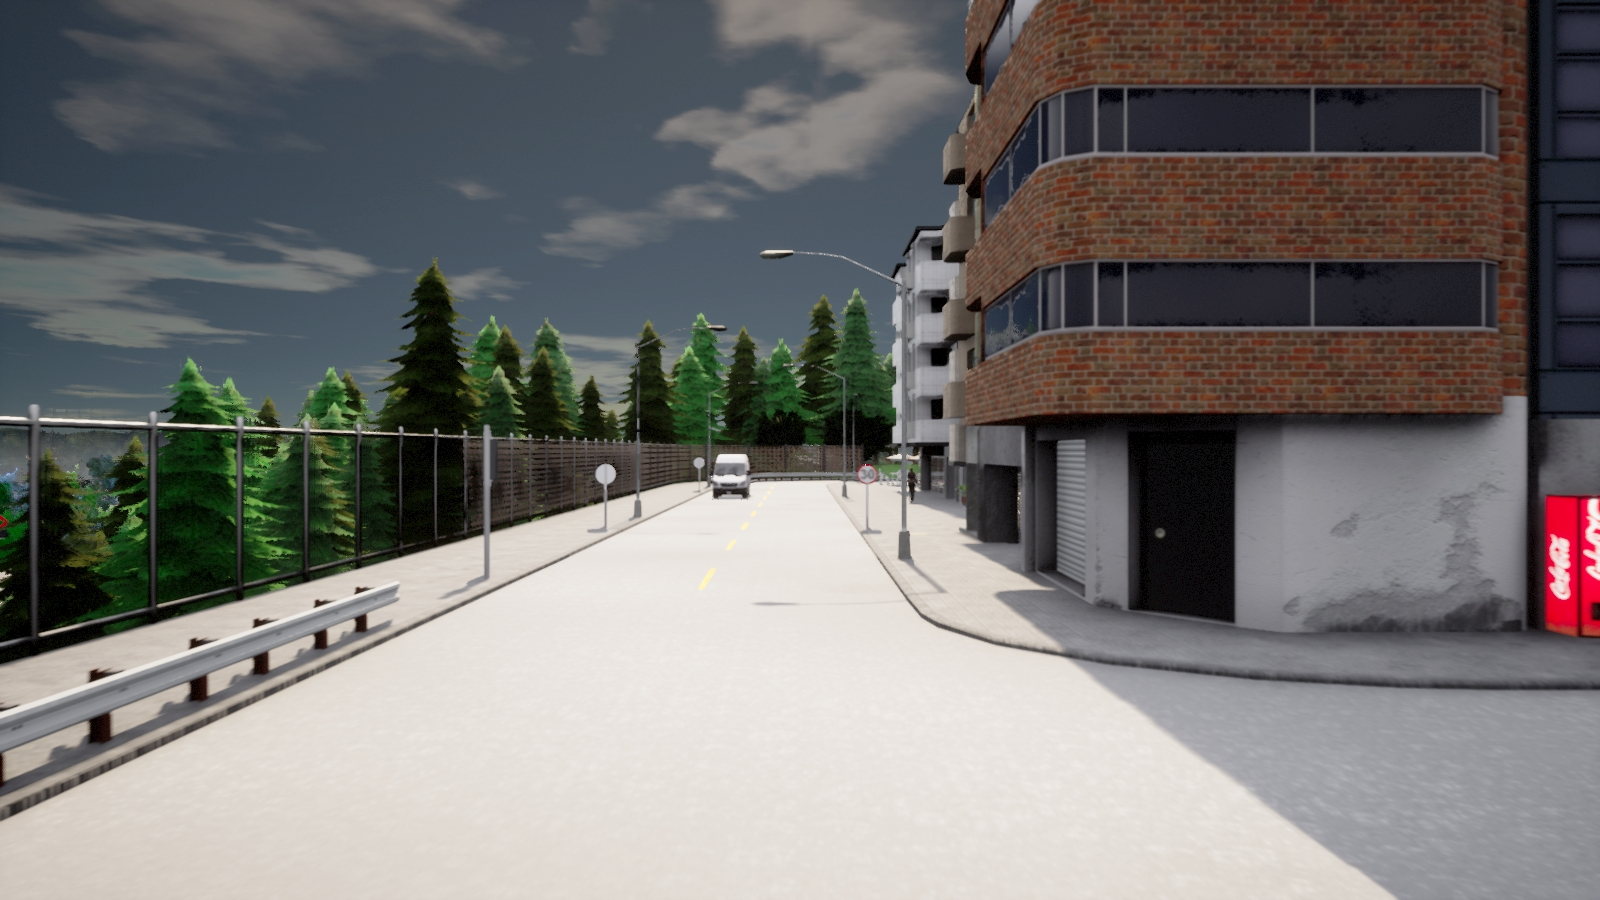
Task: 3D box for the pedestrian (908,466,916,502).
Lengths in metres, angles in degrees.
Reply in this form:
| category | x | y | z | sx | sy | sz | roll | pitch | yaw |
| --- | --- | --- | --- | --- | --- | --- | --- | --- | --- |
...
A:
| category | x | y | z | sx | sy | sz | roll | pitch | yaw |
| --- | --- | --- | --- | --- | --- | --- | --- | --- | --- |
| pedestrian | 5.715 | 1.744 | 58.476 | 0.375 | 1.860 | 0.375 | 0 | 0 | 3 |

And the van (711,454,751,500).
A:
| category | x | y | z | sx | sy | sz | roll | pitch | yaw |
| --- | --- | --- | --- | --- | --- | --- | --- | --- | --- |
| van | -3.993 | 1.535 | 67.029 | 1.988 | 2.561 | 5.915 | 0 | 0 | 0 |
